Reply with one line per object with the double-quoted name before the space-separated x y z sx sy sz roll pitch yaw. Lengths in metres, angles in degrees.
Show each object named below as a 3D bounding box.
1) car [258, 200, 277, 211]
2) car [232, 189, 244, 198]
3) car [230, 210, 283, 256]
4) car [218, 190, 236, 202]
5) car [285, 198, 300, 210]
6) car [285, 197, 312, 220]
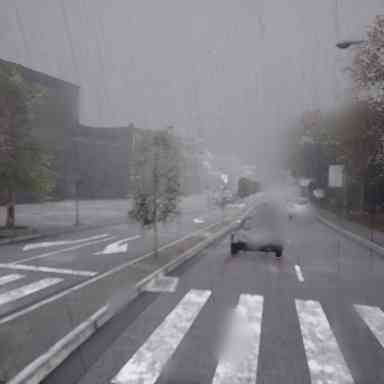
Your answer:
"car" 8.798 1.690 38.714 1.837 1.490 4.892 1 1 14
"car" 11.708 0.380 84.030 2.435 2.045 5.566 1 2 14
"car" 2.776 1.713 14.073 1.994 1.385 4.181 1 0 13
"car" 6.238 0.812 62.534 2.435 2.045 5.566 1 1 14
"car" 13.911 1.637 46.231 1.812 1.442 4.674 1 2 14
"car" 10.752 1.565 33.440 2.150 2.045 5.566 1 1 14
